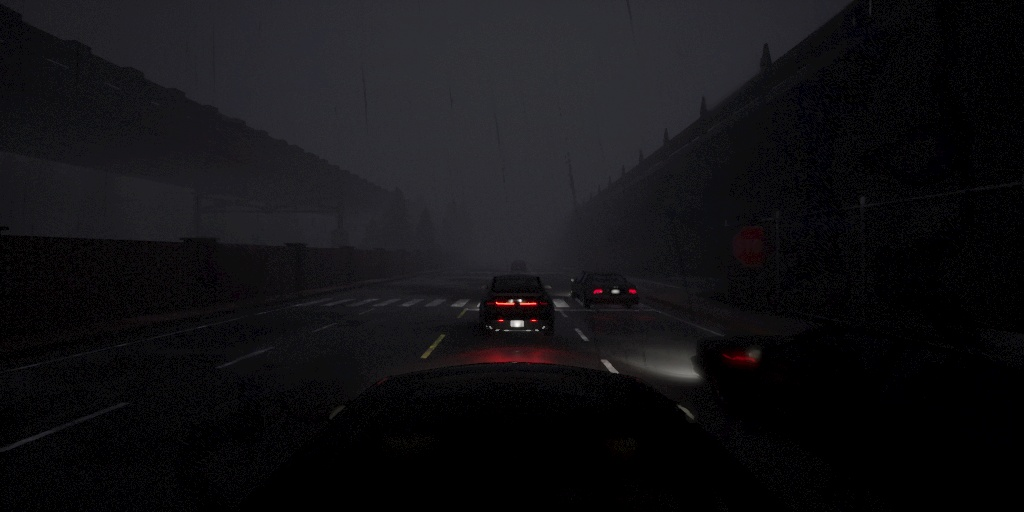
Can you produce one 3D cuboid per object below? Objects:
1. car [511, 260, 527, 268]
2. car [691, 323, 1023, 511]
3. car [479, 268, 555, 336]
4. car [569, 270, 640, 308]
[{"bbox_3d":[0.836,1.228,44.481,1.882,1.535,5.008,0,0,1],"label":"car"},{"bbox_3d":[3.607,1.298,2.942,2.033,1.411,5.357,0,0,0],"label":"car"},{"bbox_3d":[0.122,1.255,10.374,1.837,1.490,4.892,0,0,0],"label":"car"},{"bbox_3d":[3.654,1.297,15.050,2.033,1.411,5.357,0,0,1],"label":"car"}]
